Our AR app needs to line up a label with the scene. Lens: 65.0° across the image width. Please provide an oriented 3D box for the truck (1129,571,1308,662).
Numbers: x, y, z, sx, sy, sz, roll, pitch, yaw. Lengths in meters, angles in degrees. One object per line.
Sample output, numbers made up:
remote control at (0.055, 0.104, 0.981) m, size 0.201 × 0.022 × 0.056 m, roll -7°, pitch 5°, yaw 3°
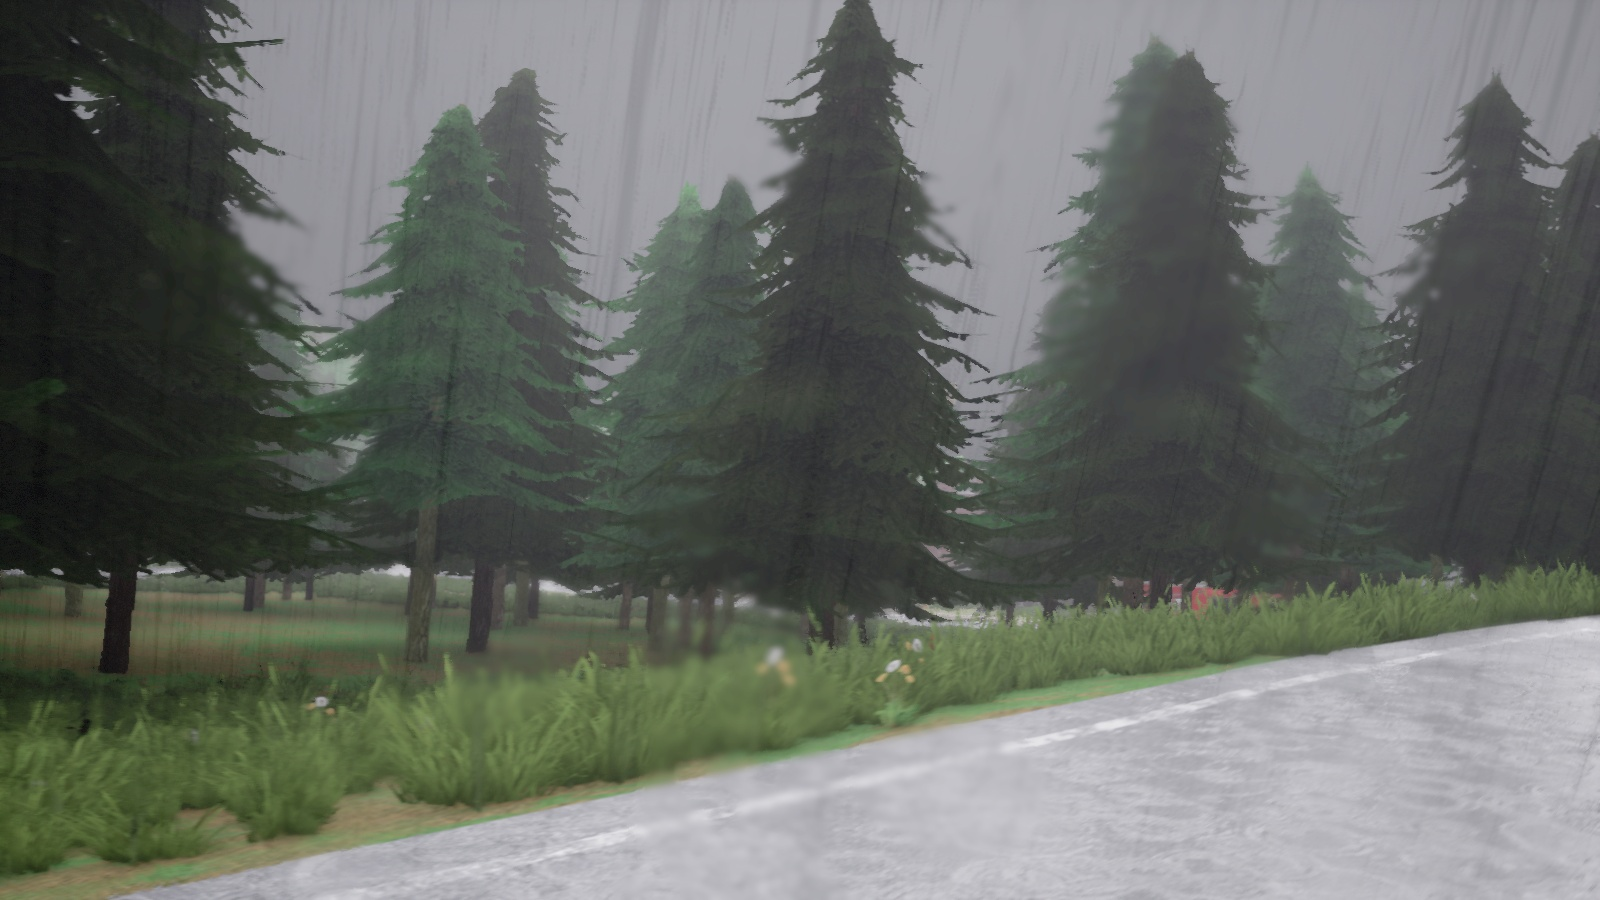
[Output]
truck at (21.678, 8.529, 65.087) m, size 8.468 × 3.827 × 2.891 m, roll 2°, pitch -3°, yaw 23°
